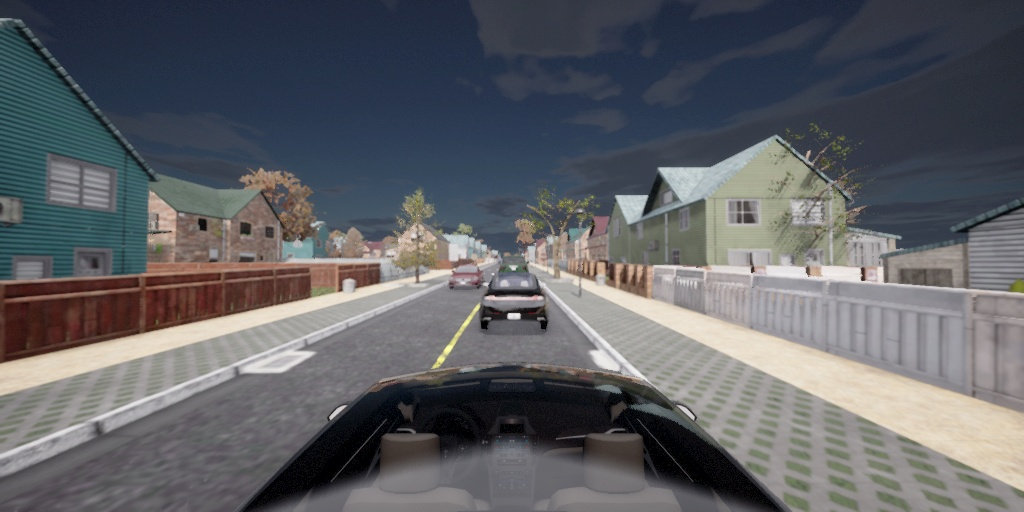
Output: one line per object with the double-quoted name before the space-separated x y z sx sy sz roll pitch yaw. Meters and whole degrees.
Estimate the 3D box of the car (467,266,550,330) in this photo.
"car" 0.078 1.238 11.070 2.128 1.511 4.902 0 0 1

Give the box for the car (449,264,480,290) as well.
"car" -2.778 1.270 22.671 1.812 1.442 4.674 0 0 0

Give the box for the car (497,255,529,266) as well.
"car" 0.131 0.968 27.366 2.150 2.045 5.566 0 0 1
